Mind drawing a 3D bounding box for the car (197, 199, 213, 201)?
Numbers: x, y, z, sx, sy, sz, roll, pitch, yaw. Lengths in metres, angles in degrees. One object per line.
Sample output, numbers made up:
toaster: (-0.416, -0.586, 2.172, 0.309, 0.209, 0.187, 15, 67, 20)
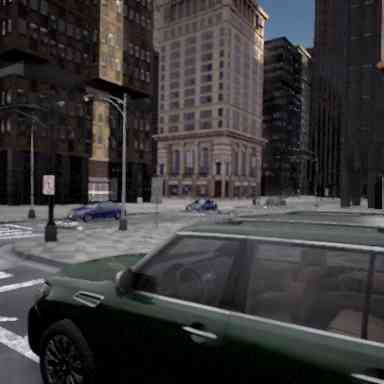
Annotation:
car: (1.155, 1.459, 35.693, 1.812, 1.442, 4.674, 2, 1, 36)

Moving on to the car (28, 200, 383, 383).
car: (0.741, 1.208, 3.159, 5.566, 2.045, 2.150, 1, 1, 36)

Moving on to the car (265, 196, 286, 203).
car: (13.218, 1.399, 52.413, 2.097, 1.767, 4.553, 2, 1, 36)

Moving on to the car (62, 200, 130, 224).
car: (-6.899, 1.378, 24.404, 1.812, 1.442, 4.674, 2, 1, 34)
